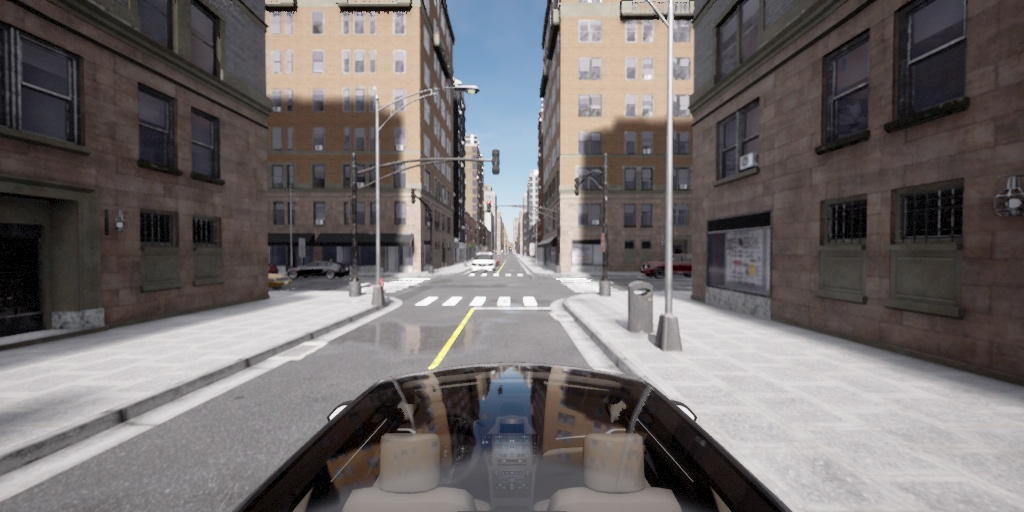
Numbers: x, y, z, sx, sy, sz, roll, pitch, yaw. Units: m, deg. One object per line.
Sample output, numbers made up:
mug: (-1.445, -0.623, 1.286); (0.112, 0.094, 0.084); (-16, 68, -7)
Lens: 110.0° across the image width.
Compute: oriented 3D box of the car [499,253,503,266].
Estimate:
car: (-2.753, 0.477, 51.053); (2.097, 1.767, 4.553); (0, 0, 0)

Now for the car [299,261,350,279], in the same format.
car: (-14.534, 1.013, 27.073); (4.313, 1.339, 1.948); (0, 0, 0)

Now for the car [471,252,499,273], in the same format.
car: (-2.751, 0.677, 35.742); (2.150, 2.045, 5.566); (0, 2, 0)

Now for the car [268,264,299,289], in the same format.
car: (-14.384, 1.103, 19.049); (4.829, 1.417, 1.751); (0, 0, 0)

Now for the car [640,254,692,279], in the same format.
car: (12.349, 0.738, 27.037); (5.009, 1.841, 2.192); (0, 0, 0)
